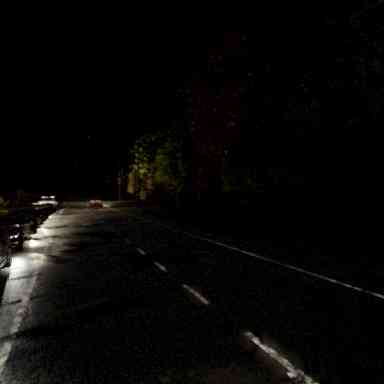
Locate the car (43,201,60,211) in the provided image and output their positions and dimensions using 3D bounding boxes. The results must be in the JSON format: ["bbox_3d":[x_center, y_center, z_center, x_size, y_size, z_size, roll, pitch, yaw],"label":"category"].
[{"bbox_3d":[-21.067,2.046,50.033,1.895,1.301,4.718,-1,0,-17],"label":"car"}]

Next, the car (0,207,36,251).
[{"bbox_3d":[-8.202,1.666,14.566,1.837,1.490,4.892,-1,0,-20],"label":"car"}]

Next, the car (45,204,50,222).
[{"bbox_3d":[-12.508,1.859,26.134,1.895,1.301,4.718,-1,0,-20],"label":"car"}]

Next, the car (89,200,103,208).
[{"bbox_3d":[-16.381,1.979,56.575,1.895,1.301,4.718,-1,0,-20],"label":"car"}]

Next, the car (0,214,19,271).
[{"bbox_3d":[-6.022,1.591,8.710,1.882,1.535,5.008,-1,0,-20],"label":"car"}]

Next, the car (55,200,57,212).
[{"bbox_3d":[-16.855,1.918,37.940,1.994,1.385,4.181,-1,0,-19],"label":"car"}]

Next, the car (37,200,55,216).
[{"bbox_3d":[-14.651,1.797,31.920,2.128,1.511,4.902,-1,0,-20],"label":"car"}]

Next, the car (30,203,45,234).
[{"bbox_3d":[-10.387,1.688,20.428,1.882,1.535,5.008,-1,0,-20],"label":"car"}]

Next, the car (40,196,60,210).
[{"bbox_3d":[-19.074,1.623,43.985,2.150,2.045,5.566,-1,0,-19],"label":"car"}]
